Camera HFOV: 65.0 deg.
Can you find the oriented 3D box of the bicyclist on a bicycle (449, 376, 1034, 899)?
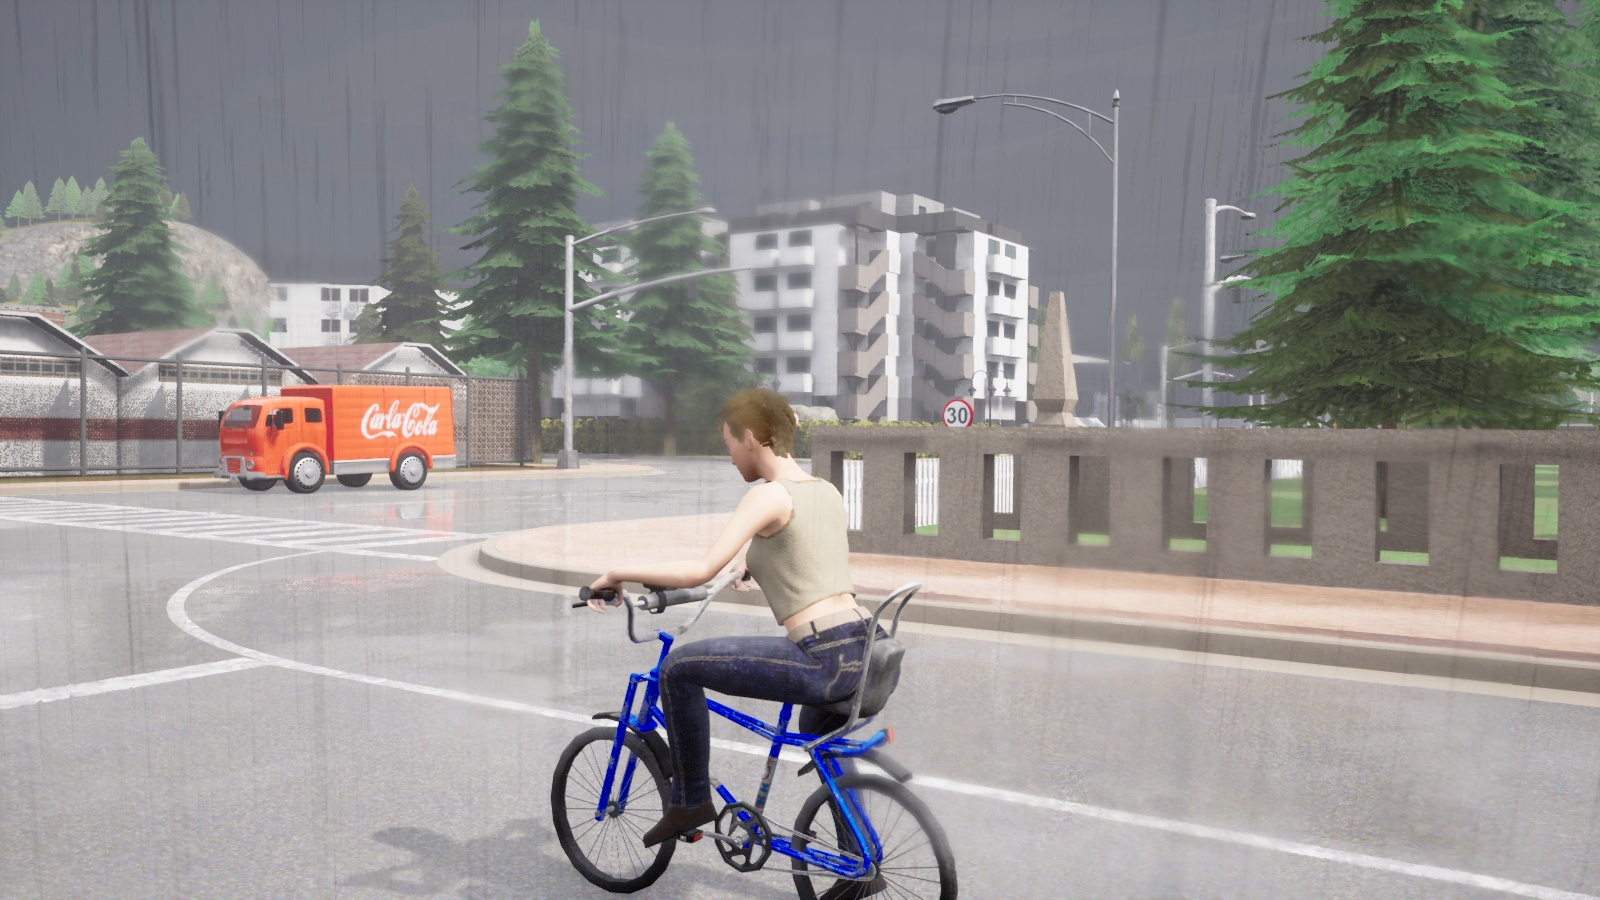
[{"bbox_3d":[-0.185,0.623,3.751,1.509,1.612,0.866,0,1,33],"label":"bicyclist on a bicycle"}]

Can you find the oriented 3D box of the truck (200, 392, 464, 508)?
[{"bbox_3d":[-10.952,-0.099,29.754,2.627,2.467,5.204,0,2,35],"label":"truck"}]
